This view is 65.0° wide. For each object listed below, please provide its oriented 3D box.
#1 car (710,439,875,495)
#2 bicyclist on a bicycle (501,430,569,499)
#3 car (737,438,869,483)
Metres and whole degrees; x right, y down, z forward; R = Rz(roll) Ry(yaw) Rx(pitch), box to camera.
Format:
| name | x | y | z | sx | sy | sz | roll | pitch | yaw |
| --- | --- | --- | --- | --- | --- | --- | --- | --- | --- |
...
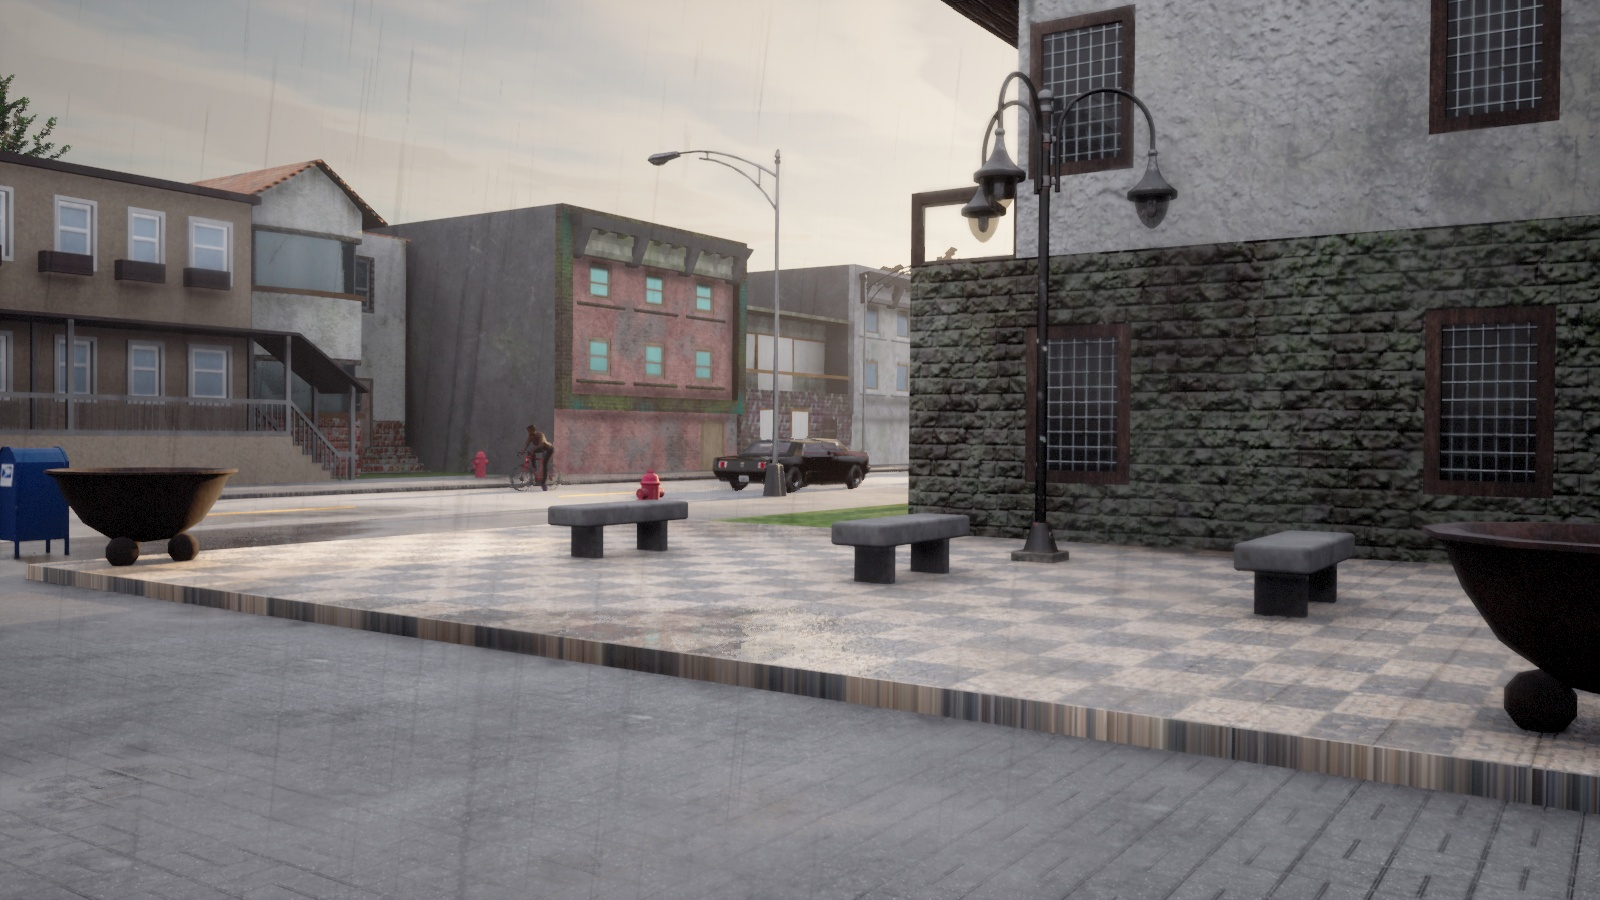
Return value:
| name | x | y | z | sx | sy | sz | roll | pitch | yaw |
| --- | --- | --- | --- | --- | --- | --- | --- | --- | --- |
| car | -0.099 | 0.391 | 32.312 | 1.895 | 1.301 | 4.718 | 0 | 1 | 34 |
| bicyclist on a bicycle | -6.372 | 0.328 | 30.247 | 0.582 | 1.620 | 1.656 | 0 | 1 | 32 |
| car | 0.177 | 0.285 | 39.919 | 1.895 | 1.301 | 4.718 | 0 | 1 | 33 |
